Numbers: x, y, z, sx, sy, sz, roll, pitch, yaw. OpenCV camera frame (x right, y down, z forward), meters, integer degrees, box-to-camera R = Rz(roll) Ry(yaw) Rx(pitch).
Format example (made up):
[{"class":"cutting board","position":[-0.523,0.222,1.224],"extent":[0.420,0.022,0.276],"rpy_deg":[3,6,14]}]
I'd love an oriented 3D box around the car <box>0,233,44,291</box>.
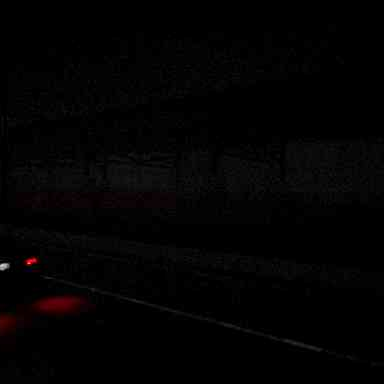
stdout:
[{"class":"car","position":[-5.824,1.551,8.142],"extent":[5.357,1.411,2.033],"rpy_deg":[0,0,36]}]
